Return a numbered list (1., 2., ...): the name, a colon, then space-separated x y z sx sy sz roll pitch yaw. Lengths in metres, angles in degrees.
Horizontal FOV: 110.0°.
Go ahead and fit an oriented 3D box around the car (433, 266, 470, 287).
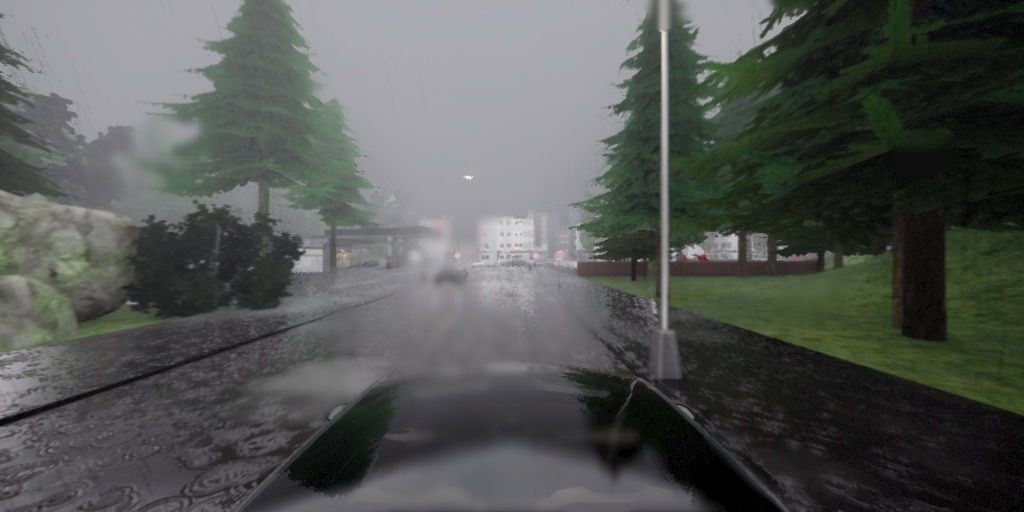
1. car: -4.097 1.353 24.652 1.895 1.301 4.718 0 0 0
